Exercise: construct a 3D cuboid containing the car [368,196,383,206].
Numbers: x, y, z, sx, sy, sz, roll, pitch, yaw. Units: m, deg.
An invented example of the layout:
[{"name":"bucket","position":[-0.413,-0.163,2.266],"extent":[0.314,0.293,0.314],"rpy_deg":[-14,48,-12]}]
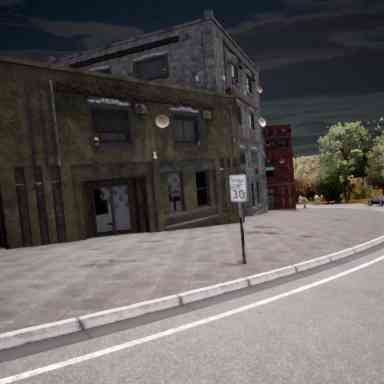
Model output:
[{"name":"car","position":[28.978,1.393,51.147],"extent":[2.128,1.511,4.902],"rpy_deg":[-5,-2,-1]}]
